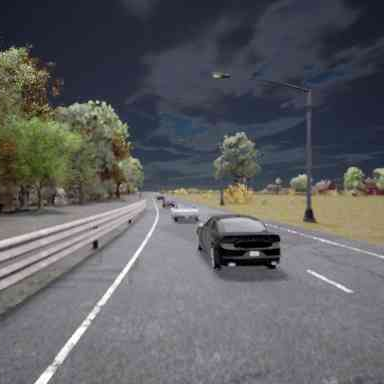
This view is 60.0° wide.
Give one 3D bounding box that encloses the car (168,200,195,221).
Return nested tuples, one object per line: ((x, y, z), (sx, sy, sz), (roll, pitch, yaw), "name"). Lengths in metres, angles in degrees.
((-0.650, 1.585, 26.853), (1.895, 1.301, 4.718), (0, 0, -7), "car")

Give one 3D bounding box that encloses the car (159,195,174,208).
((-3.344, 1.499, 48.023), (2.033, 1.411, 5.357), (0, 0, -7), "car")

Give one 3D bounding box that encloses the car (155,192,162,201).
((-7.688, 1.384, 82.142), (1.837, 1.490, 4.892), (0, 0, -7), "car")

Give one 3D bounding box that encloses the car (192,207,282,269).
((1.338, 1.479, 11.235), (1.882, 1.535, 5.008), (0, 0, -7), "car")
